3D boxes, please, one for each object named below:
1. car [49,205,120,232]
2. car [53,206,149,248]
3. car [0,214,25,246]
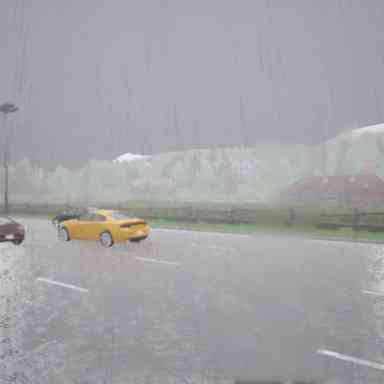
[{"bbox_3d":[-7.201,1.659,22.014,5.008,1.535,1.882,-1,0,35],"label":"car"},{"bbox_3d":[-4.249,1.599,15.622,5.008,1.535,1.882,-1,0,36],"label":"car"},{"bbox_3d":[-9.321,1.685,14.942,4.674,1.442,1.812,-1,0,36],"label":"car"}]
